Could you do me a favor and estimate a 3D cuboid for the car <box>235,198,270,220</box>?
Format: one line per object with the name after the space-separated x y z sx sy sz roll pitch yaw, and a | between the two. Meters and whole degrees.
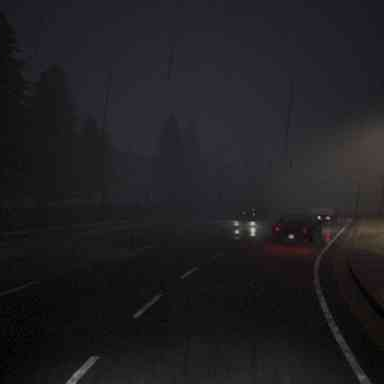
6.133 1.636 33.341 2.150 2.045 5.566 0 -1 29 | car

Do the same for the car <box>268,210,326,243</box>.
5.646 1.821 17.468 1.895 1.301 4.718 0 -1 28 | car

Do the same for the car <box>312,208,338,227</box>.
10.352 1.936 26.225 1.895 1.301 4.718 0 -1 28 | car
